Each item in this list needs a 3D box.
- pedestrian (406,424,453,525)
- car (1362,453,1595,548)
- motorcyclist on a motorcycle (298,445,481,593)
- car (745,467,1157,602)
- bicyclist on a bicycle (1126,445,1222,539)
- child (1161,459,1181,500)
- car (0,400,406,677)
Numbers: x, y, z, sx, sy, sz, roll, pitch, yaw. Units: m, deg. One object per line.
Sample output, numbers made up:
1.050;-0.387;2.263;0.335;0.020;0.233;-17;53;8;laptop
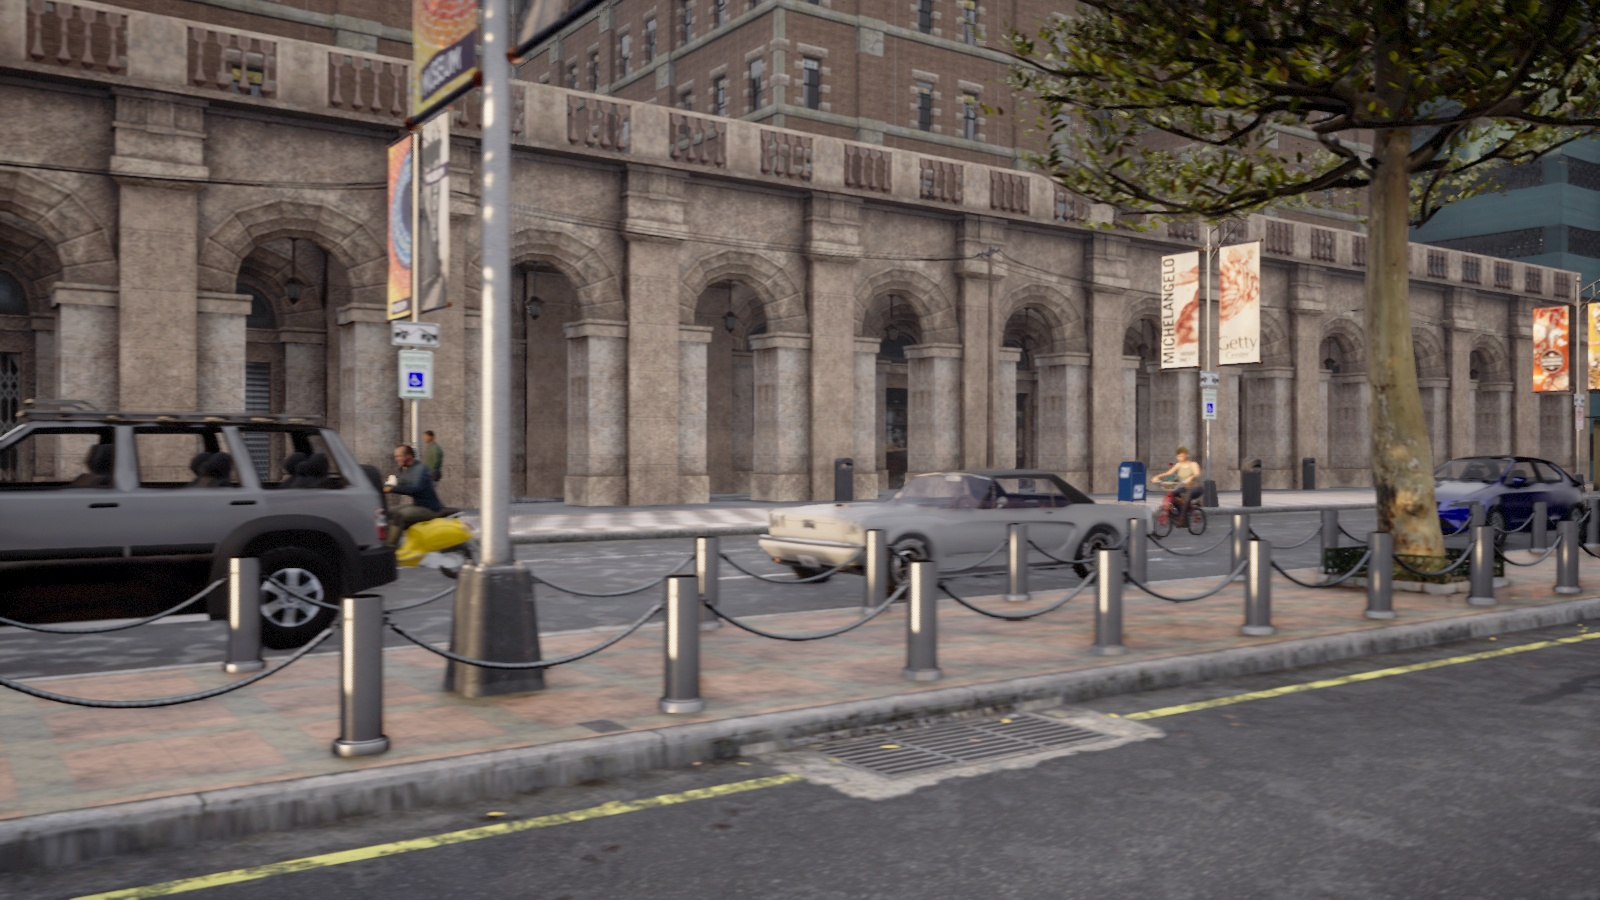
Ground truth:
-7.312;0.478;24.799;0.788;1.949;0.423;0;0;-35;pedestrian
11.667;0.787;21.527;4.193;1.474;1.816;0;0;-35;car
-4.695;0.743;14.403;1.817;1.590;0.866;0;0;-35;motorcyclist on a motorcycle
1.859;0.877;14.700;4.718;1.301;1.895;0;0;-35;car
6.645;0.722;22.302;1.509;1.612;0.866;0;0;-35;bicyclist on a bicycle
10.777;0.848;36.510;0.448;1.192;0.343;0;0;-35;child
-5.568;0.596;9.458;4.605;1.855;1.932;0;0;-34;car
